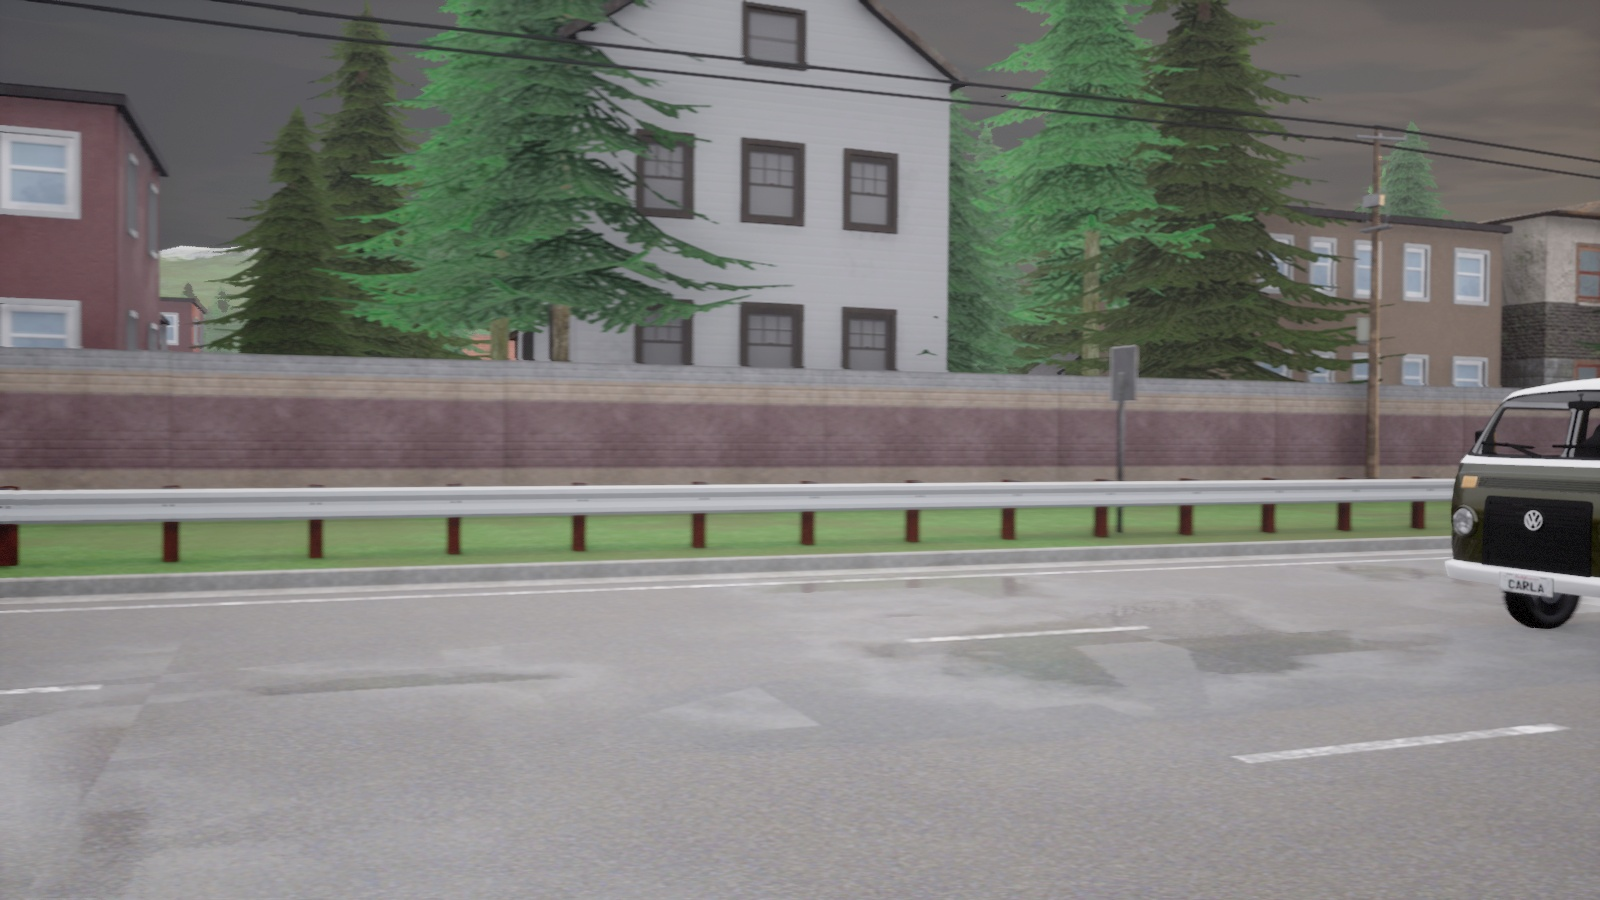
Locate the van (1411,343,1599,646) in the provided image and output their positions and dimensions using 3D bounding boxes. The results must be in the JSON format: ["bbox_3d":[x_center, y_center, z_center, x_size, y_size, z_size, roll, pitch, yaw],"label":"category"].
[{"bbox_3d":[7.286,0.267,9.744,4.480,2.038,2.069,-1,1,-21],"label":"van"}]
